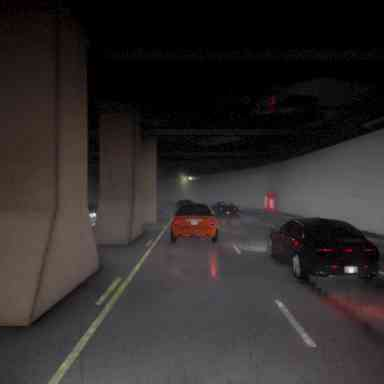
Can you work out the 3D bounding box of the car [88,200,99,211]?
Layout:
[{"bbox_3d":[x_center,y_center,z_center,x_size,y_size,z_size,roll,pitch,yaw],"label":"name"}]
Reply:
[{"bbox_3d":[-12.225,1.605,39.680,1.895,1.301,4.718,0,0,-11],"label":"car"}]

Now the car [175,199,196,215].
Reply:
[{"bbox_3d":[-0.753,1.529,35.185,1.812,1.442,4.674,0,0,-7],"label":"car"}]

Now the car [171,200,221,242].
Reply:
[{"bbox_3d":[0.100,1.354,16.466,2.097,1.767,4.553,0,0,0],"label":"car"}]

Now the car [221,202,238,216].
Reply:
[{"bbox_3d":[3.076,1.604,32.661,1.895,1.301,4.718,0,0,-5],"label":"car"}]

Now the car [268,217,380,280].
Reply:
[{"bbox_3d":[3.600,1.506,9.944,1.837,1.490,4.892,0,0,0],"label":"car"}]
